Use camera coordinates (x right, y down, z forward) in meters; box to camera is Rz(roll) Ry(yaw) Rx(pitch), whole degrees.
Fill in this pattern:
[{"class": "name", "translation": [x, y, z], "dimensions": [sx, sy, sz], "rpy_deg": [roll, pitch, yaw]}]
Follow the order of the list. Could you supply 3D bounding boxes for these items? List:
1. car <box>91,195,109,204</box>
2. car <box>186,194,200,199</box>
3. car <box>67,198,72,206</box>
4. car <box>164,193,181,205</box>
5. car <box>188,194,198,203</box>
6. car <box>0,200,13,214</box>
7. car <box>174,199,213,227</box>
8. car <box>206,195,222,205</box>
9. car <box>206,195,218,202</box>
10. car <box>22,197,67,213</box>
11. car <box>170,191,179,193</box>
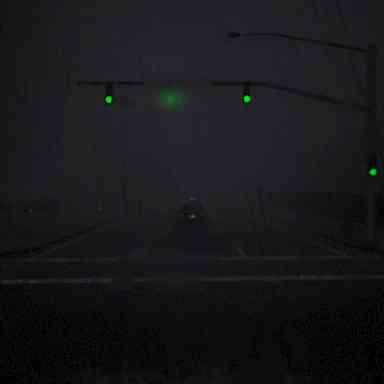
[{"class": "car", "translation": [-14.846, 1.183, 53.765], "dimensions": [2.128, 1.511, 4.902], "rpy_deg": [0, 0, 1]}, {"class": "car", "translation": [0.171, 1.191, 52.403], "dimensions": [2.128, 1.511, 4.902], "rpy_deg": [0, 0, 0]}, {"class": "car", "translation": [-18.438, 1.334, 46.332], "dimensions": [1.895, 1.301, 4.718], "rpy_deg": [0, 0, 1]}, {"class": "car", "translation": [-3.329, 1.246, 52.465], "dimensions": [2.033, 1.411, 5.357], "rpy_deg": [0, 0, 0]}, {"class": "car", "translation": [0.256, 1.145, 62.738], "dimensions": [1.837, 1.490, 4.892], "rpy_deg": [0, 0, 0]}, {"class": "car", "translation": [-18.534, 1.373, 30.286], "dimensions": [2.033, 1.411, 5.357], "rpy_deg": [0, 0, 0]}, {"class": "car", "translation": [0.036, 1.424, 21.468], "dimensions": [2.033, 1.411, 5.357], "rpy_deg": [0, 0, 0]}, {"class": "car", "translation": [3.670, 1.178, 52.294], "dimensions": [1.882, 1.535, 5.008], "rpy_deg": [0, 0, 0]}, {"class": "car", "translation": [3.756, 1.204, 62.712], "dimensions": [1.994, 1.385, 4.181], "rpy_deg": [0, 0, 0]}, {"class": "car", "translation": [-15.022, 1.352, 33.698], "dimensions": [2.033, 1.411, 5.357], "rpy_deg": [0, 0, 0]}, {"class": "car", "translation": [-3.244, 0.858, 62.793], "dimensions": [2.150, 2.045, 5.566], "rpy_deg": [0, 0, 0]}]
